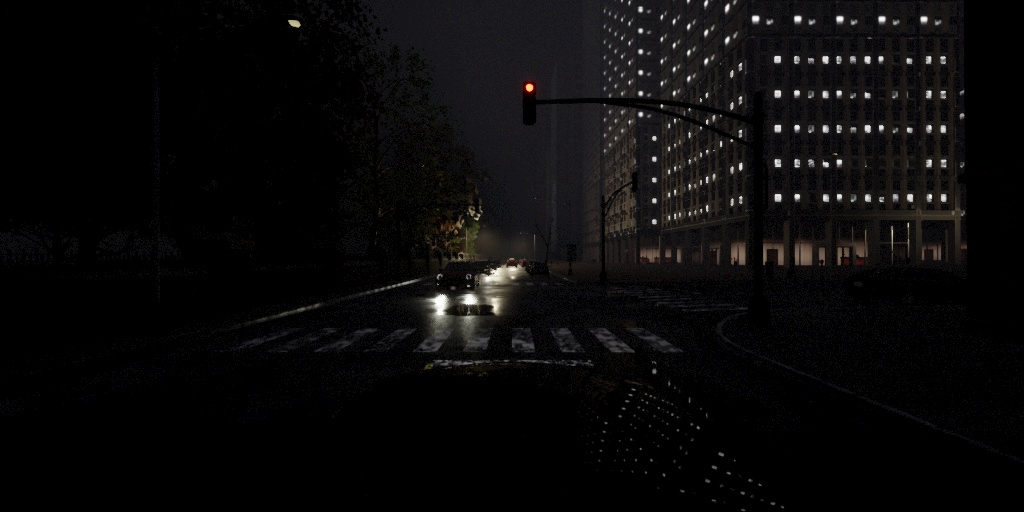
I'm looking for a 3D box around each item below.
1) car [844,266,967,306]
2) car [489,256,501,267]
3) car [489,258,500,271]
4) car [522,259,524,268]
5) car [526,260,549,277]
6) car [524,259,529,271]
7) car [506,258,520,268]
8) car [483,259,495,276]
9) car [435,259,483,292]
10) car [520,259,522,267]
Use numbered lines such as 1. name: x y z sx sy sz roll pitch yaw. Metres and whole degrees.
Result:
1. car: 14.681 1.026 13.062 4.313 1.339 1.948 0 0 0
2. car: -3.068 1.014 62.466 2.150 2.045 5.566 0 0 0
3. car: -3.106 1.339 49.495 1.994 1.385 4.181 0 0 0
4. car: 2.676 1.339 46.907 1.948 1.339 4.313 0 0 0
5. car: 2.679 1.330 35.642 1.948 1.339 4.313 0 0 0
6. car: 2.678 1.334 41.274 1.948 1.339 4.313 0 0 0
7. car: -0.017 1.267 62.094 1.882 1.535 5.008 0 0 0
8. car: -3.107 1.272 36.821 1.837 1.490 4.892 0 -1 0
9. car: -3.106 1.107 21.146 2.097 1.767 4.553 0 0 0
10. car: 2.673 1.337 63.804 1.888 1.381 4.507 0 0 0
